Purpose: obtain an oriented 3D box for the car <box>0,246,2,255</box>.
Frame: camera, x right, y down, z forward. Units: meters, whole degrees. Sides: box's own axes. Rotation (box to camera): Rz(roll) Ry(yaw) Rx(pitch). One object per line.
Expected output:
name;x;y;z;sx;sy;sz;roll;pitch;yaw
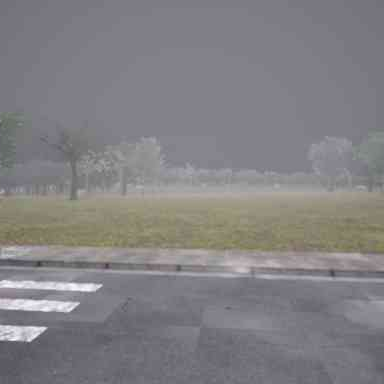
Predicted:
car;-7.190;1.404;7.982;4.892;1.490;1.837;0;2;6
